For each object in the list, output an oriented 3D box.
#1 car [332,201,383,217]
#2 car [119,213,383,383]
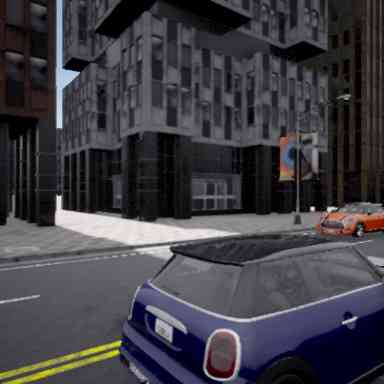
[{"bbox_3d":[8.800,1.384,17.942,4.553,1.767,2.097,0,0,-35],"label":"car"},{"bbox_3d":[1.451,1.359,4.473,4.553,1.767,2.097,0,0,-36],"label":"car"}]
